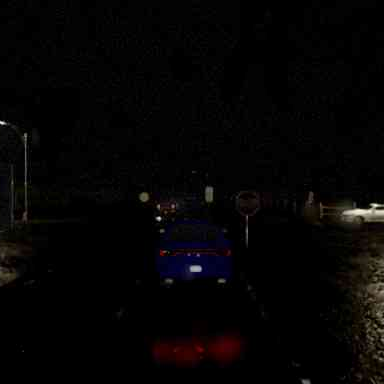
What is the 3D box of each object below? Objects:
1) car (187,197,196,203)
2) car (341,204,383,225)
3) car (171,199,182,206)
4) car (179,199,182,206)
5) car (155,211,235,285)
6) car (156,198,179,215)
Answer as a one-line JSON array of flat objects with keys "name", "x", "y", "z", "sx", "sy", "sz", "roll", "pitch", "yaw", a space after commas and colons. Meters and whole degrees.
[{"name": "car", "x": -0.008, "y": 1.887, "z": 79.417, "sx": 1.837, "sy": 1.490, "sz": 4.892, "roll": 0, "pitch": 0, "yaw": 0}, {"name": "car", "x": 13.272, "y": 1.588, "z": 24.013, "sx": 4.674, "sy": 1.442, "sz": 1.812, "roll": 0, "pitch": 0, "yaw": 3}, {"name": "car", "x": -2.811, "y": 1.911, "z": 61.196, "sx": 1.895, "sy": 1.301, "sz": 4.718, "roll": 0, "pitch": 0, "yaw": 0}, {"name": "car", "x": -2.850, "y": 1.843, "z": 46.410, "sx": 1.895, "sy": 1.301, "sz": 4.718, "roll": 0, "pitch": 0, "yaw": 0}, {"name": "car", "x": 0.048, "y": 1.533, "z": 9.694, "sx": 1.882, "sy": 1.535, "sz": 5.008, "roll": 0, "pitch": 0, "yaw": -1}, {"name": "car", "x": -2.798, "y": 1.550, "z": 37.082, "sx": 2.097, "sy": 1.767, "sz": 4.553, "roll": 0, "pitch": 0, "yaw": -1}]
